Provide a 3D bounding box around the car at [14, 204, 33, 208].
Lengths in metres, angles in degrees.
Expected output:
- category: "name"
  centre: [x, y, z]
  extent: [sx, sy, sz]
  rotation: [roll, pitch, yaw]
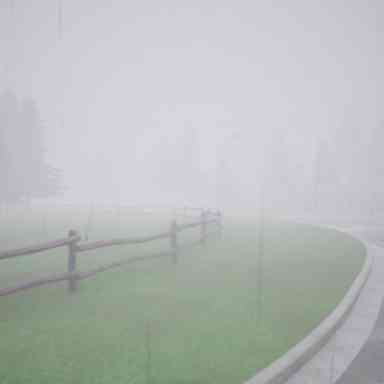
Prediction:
- category: "car"
  centre: [-35.489, 2.557, 70.004]
  extent: [4.892, 1.490, 1.837]
  rotation: [-1, -1, 31]
